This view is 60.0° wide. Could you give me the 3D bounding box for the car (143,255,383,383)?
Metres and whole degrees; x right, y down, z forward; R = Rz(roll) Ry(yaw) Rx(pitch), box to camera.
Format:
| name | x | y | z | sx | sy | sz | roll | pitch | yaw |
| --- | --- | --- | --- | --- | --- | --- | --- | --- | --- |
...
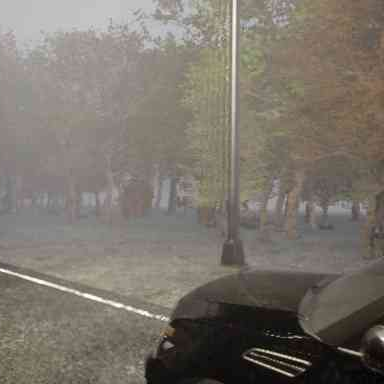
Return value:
| name | x | y | z | sx | sy | sz | roll | pitch | yaw |
| --- | --- | --- | --- | --- | --- | --- | --- | --- | --- |
| car | 2.239 | 1.245 | 2.113 | 5.566 | 2.045 | 2.150 | 1 | 1 | 35 |
